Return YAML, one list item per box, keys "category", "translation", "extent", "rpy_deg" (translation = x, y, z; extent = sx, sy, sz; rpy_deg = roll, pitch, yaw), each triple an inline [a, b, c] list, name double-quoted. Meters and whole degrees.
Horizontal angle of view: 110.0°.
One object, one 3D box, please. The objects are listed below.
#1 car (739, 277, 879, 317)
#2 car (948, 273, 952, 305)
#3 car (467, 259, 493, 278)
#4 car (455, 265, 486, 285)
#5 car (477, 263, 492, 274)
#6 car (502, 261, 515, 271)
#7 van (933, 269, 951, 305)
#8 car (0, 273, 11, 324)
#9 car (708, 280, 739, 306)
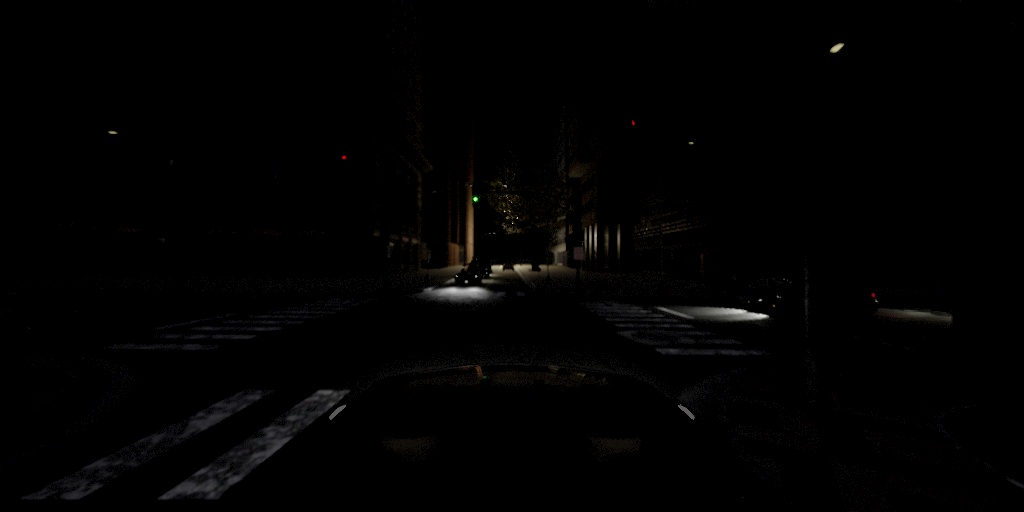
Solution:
- category: "car"
  translation: [11.989, 1.614, 14.455]
  extent: [4.181, 1.385, 1.994]
  rpy_deg: [1, -1, 0]
- category: "car"
  translation: [21.388, 1.616, 14.514]
  extent: [5.008, 1.535, 1.882]
  rpy_deg: [1, -1, 0]
- category: "car"
  translation: [-3.572, 1.319, 38.991]
  extent: [2.150, 2.045, 5.566]
  rpy_deg: [0, 0, -1]
- category: "car"
  translation: [-3.453, 1.631, 29.173]
  extent: [1.895, 1.301, 4.718]
  rpy_deg: [0, 0, -1]
- category: "car"
  translation: [-3.681, 1.683, 49.149]
  extent: [1.812, 1.442, 4.674]
  rpy_deg: [0, 0, -1]
- category: "car"
  translation: [-0.616, 1.739, 58.825]
  extent: [1.812, 1.442, 4.674]
  rpy_deg: [0, 0, -1]
- category: "van"
  translation: [22.767, 1.527, 17.174]
  extent: [3.998, 1.789, 1.690]
  rpy_deg: [0, 0, 0]
- category: "car"
  translation: [-15.043, 1.178, 8.416]
  extent: [4.829, 1.417, 1.751]
  rpy_deg: [0, 0, 0]
- category: "car"
  translation: [11.716, 1.634, 17.106]
  extent: [4.403, 1.370, 2.007]
  rpy_deg: [0, 0, 0]
